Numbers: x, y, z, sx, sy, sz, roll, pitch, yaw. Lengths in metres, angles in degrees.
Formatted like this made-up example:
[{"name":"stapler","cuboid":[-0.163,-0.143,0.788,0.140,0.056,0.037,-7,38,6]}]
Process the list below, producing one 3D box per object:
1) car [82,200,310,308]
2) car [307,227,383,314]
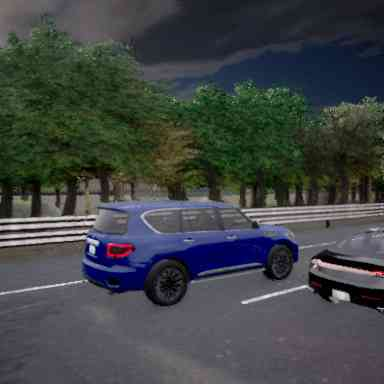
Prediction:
[{"name":"car","cuboid":[0.205,1.221,8.186,5.566,2.045,2.150,0,0,-35]},{"name":"car","cuboid":[4.447,1.491,6.886,4.902,1.511,2.128,0,0,-35]}]
